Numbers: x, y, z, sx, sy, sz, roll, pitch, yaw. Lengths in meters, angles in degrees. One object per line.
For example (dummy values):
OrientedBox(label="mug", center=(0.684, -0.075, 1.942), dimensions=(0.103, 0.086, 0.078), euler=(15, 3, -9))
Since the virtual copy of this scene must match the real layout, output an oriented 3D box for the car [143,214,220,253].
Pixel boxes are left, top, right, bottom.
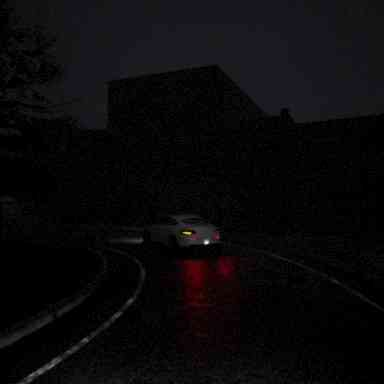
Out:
OrientedBox(label="car", center=(-0.547, 1.667, 14.308), dimensions=(1.812, 1.442, 4.674), euler=(1, -2, -28))
